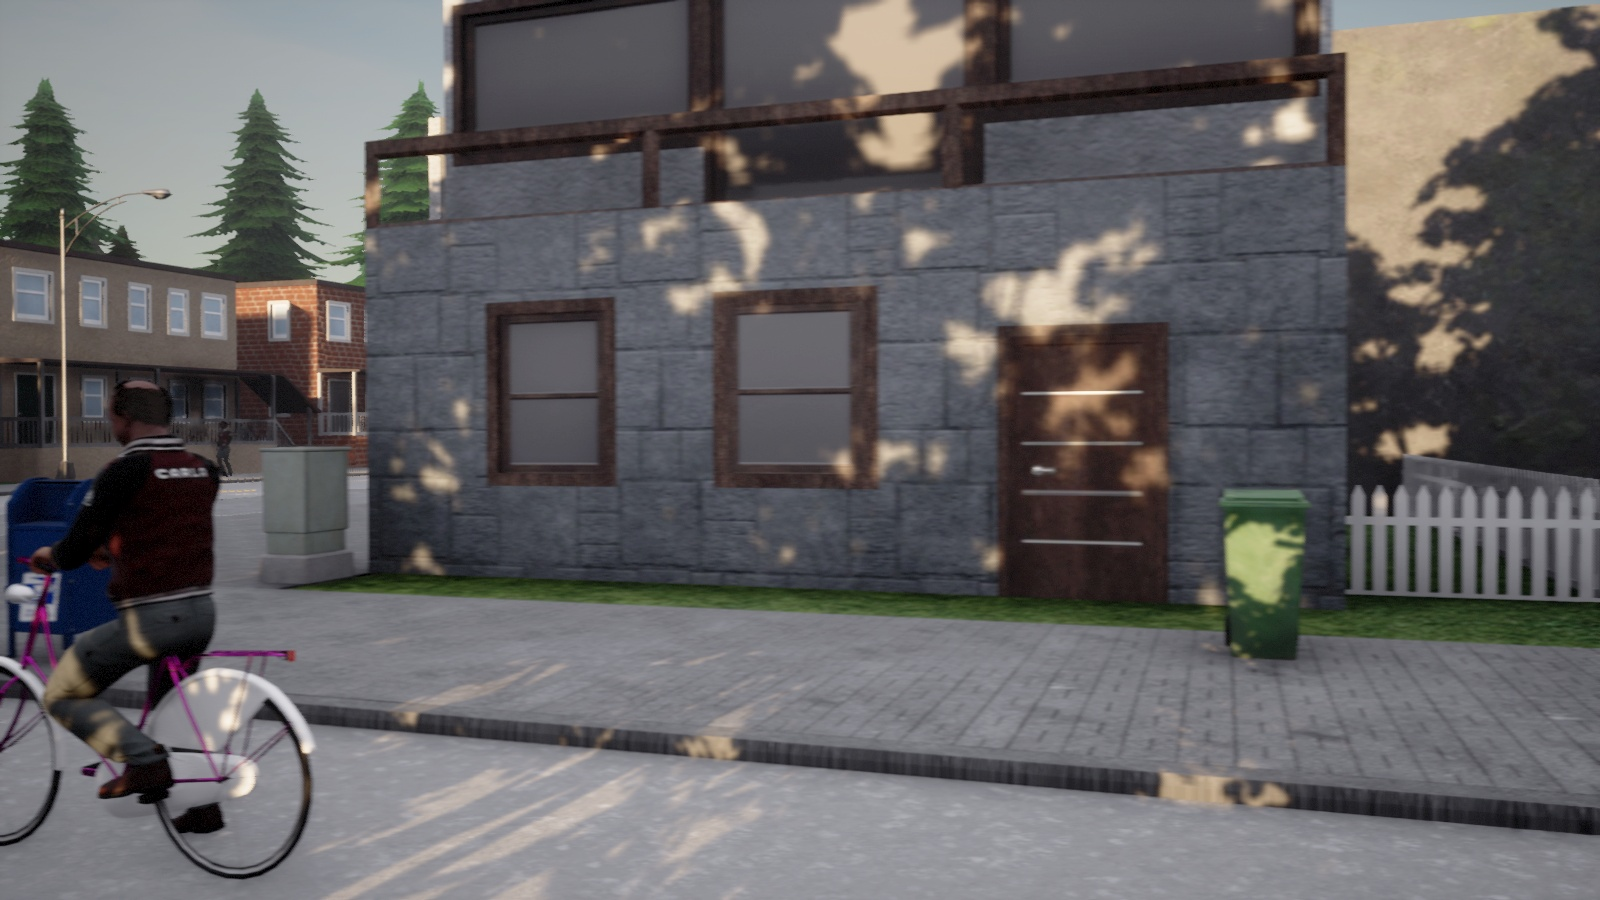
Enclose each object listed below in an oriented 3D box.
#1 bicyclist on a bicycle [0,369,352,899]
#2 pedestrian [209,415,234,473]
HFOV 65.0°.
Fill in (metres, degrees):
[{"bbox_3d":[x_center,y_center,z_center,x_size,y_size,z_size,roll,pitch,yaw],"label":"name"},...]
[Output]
[{"bbox_3d":[-2.627,0.614,4.597,1.843,1.776,0.659,1,1,19],"label":"bicyclist on a bicycle"},{"bbox_3d":[-19.183,-0.203,41.660,0.402,1.930,0.666,1,1,18],"label":"pedestrian"}]
